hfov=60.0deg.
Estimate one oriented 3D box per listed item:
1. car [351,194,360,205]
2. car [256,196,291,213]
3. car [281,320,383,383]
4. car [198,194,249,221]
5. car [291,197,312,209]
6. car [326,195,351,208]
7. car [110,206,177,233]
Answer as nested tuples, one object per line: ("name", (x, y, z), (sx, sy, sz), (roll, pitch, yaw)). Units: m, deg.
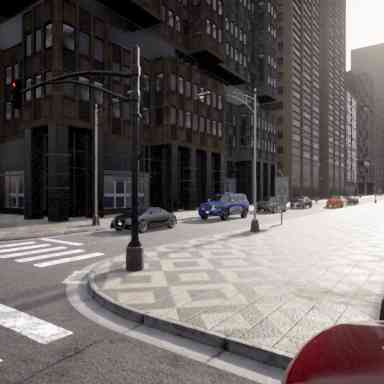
("car", (26.342, 1.352, 55.169), (2.128, 1.511, 4.902), (0, 0, 35))
("car", (8.379, 1.270, 35.255), (2.097, 1.767, 4.553), (0, 0, 35))
("car", (2.705, 1.315, 1.032), (5.009, 1.841, 2.192), (0, 0, 35))
("car", (2.748, 1.161, 27.296), (2.150, 2.045, 5.566), (0, 0, 35))
("car", (14.358, 1.386, 43.664), (2.128, 1.511, 4.902), (0, 0, 35))
("car", (20.526, 1.239, 46.932), (2.097, 1.767, 4.553), (0, 0, 35))
("car", (-2.732, 1.525, 19.527), (1.994, 1.385, 4.181), (0, 0, 35))
